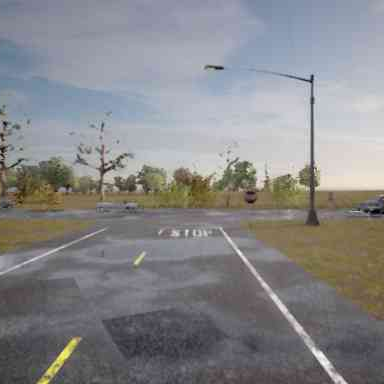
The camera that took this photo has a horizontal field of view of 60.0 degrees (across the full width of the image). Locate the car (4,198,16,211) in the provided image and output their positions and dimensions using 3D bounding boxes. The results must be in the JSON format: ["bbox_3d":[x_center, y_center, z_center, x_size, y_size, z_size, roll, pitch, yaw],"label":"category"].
[{"bbox_3d":[-22.373,1.361,37.224,4.902,1.511,2.128,0,0,-2],"label":"car"}]

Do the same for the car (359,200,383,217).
[{"bbox_3d":[18.821,1.651,31.348,4.718,1.301,1.895,0,0,-2],"label":"car"}]

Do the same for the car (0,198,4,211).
[{"bbox_3d":[-20.378,1.375,30.282,5.008,1.535,1.882,0,0,-2],"label":"car"}]

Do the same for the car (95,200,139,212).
[{"bbox_3d":[-8.461,1.537,37.634,4.718,1.301,1.895,0,0,-2],"label":"car"}]

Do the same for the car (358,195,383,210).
[{"bbox_3d":[22.207,1.373,38.461,5.566,2.045,2.150,-1,0,-2],"label":"car"}]
